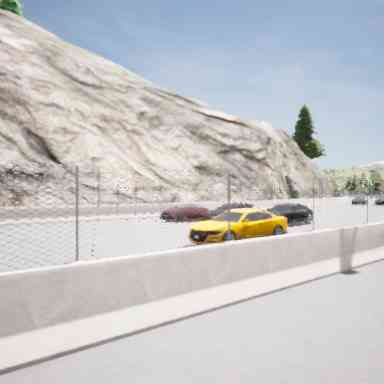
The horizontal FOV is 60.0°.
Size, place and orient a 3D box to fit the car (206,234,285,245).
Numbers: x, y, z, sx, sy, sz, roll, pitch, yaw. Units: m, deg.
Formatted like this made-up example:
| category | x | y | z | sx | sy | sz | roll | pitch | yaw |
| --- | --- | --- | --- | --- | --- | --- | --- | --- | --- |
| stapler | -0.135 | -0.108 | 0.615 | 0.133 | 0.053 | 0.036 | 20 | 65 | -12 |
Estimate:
| category | x | y | z | sx | sy | sz | roll | pitch | yaw |
| --- | --- | --- | --- | --- | --- | --- | --- | --- | --- |
| car | 2.132 | 1.489 | 14.549 | 5.008 | 1.535 | 1.882 | 0 | 0 | -39 |
